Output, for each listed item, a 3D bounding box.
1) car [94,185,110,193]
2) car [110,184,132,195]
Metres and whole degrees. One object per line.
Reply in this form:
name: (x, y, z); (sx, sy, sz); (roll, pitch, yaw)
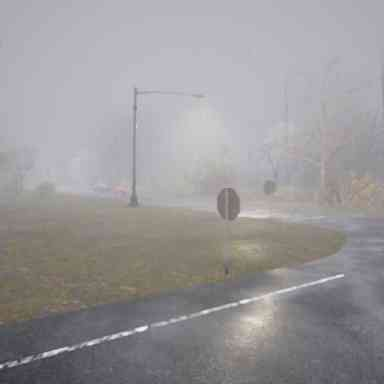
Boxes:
car: (-16.385, -0.608, 60.752); (1.882, 1.535, 5.008); (0, 2, -36)
car: (-10.775, -0.425, 52.929); (2.097, 1.767, 4.553); (0, 2, -36)
